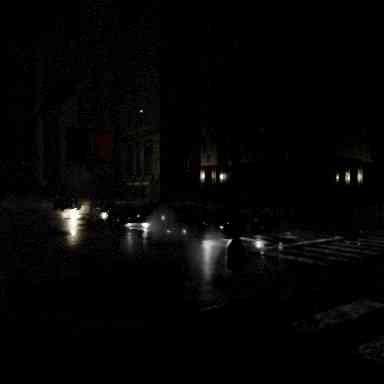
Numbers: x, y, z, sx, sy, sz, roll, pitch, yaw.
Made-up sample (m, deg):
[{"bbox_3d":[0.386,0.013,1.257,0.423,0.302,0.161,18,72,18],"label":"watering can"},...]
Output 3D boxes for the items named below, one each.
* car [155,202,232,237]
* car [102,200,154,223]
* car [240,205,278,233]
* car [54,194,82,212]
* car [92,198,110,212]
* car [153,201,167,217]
[{"bbox_3d":[0.084,1.531,18.679,1.837,1.490,4.892,0,0,-35],"label":"car"},{"bbox_3d":[-5.094,1.586,25.985,1.994,1.385,4.181,0,0,-36],"label":"car"},{"bbox_3d":[2.917,1.507,20.298,1.882,1.535,5.008,0,0,-37],"label":"car"},{"bbox_3d":[-15.080,1.246,40.140,2.150,2.045,5.566,0,0,-35],"label":"car"},{"bbox_3d":[-10.319,1.502,39.016,1.882,1.535,5.008,0,0,-35],"label":"car"},{"bbox_3d":[-2.582,1.503,28.066,1.882,1.535,5.008,0,0,-35],"label":"car"}]
